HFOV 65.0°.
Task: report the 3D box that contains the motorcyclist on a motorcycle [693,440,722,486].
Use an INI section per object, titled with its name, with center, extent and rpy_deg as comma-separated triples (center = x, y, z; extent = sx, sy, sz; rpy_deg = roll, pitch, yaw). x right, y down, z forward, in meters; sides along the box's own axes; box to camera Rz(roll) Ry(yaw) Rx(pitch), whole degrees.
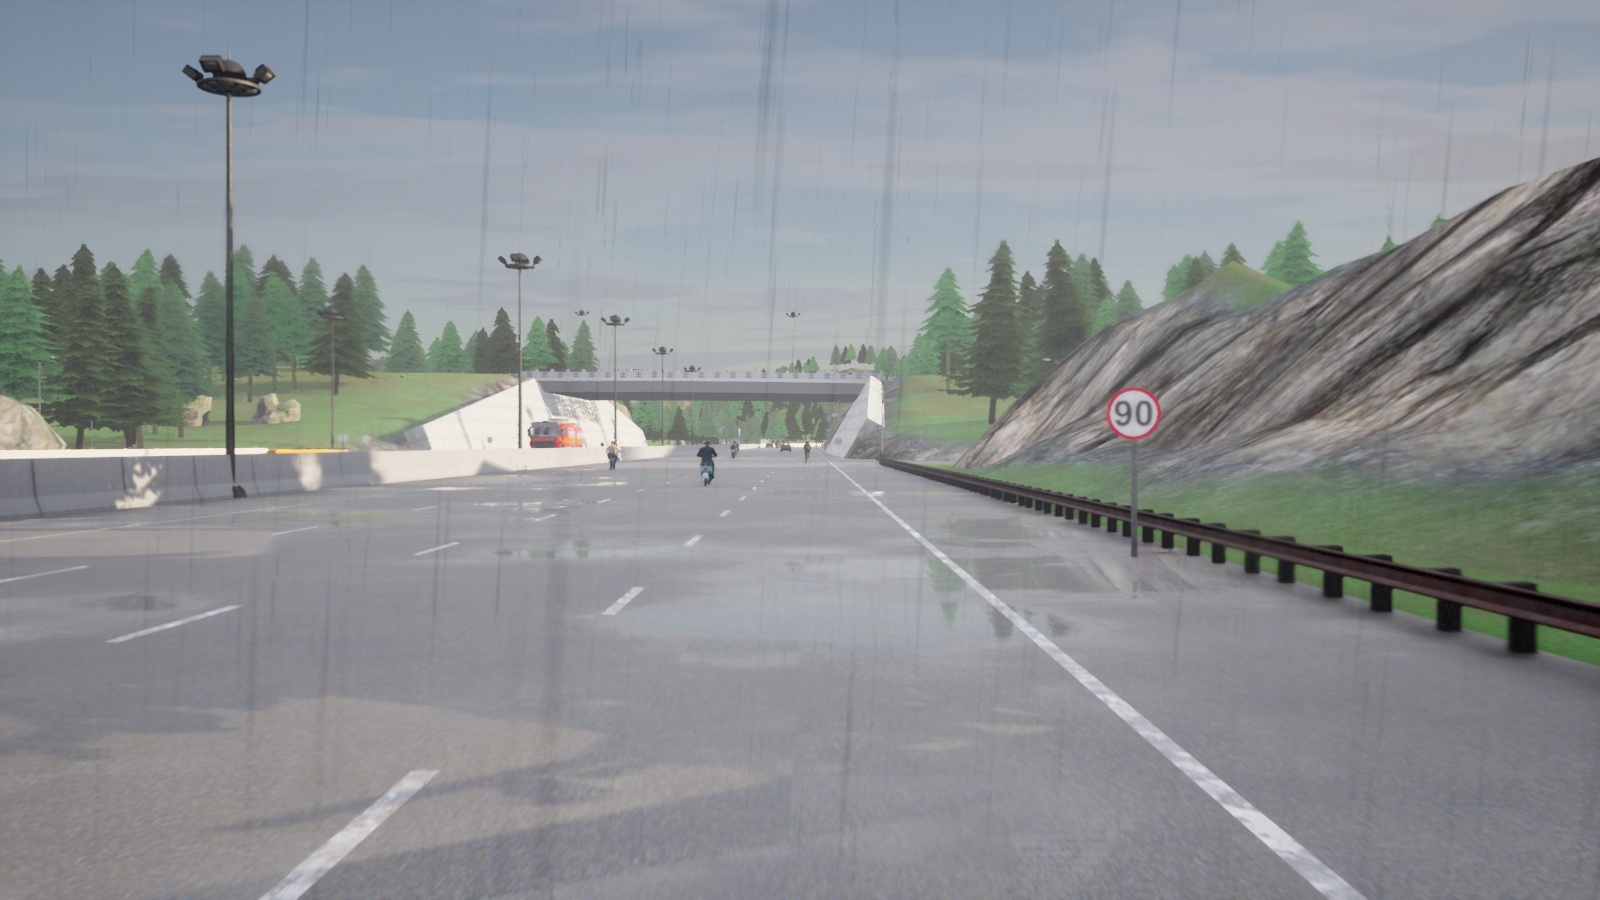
[motorcyclist on a motorcycle]
center = -3.234, 0.449, 44.036
extent = 0.866, 1.590, 1.817
rpy_deg = 0, 0, 0
